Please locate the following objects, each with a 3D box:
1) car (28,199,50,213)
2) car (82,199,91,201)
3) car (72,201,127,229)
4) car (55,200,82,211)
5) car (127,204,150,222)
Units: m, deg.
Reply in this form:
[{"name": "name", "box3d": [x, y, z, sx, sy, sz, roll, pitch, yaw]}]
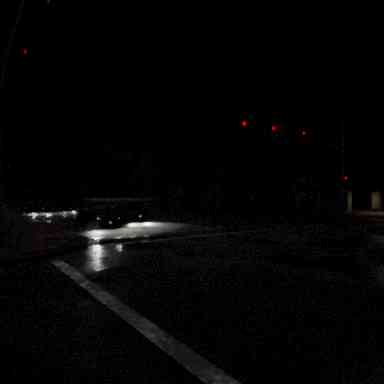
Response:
[{"name": "car", "box3d": [-18.551, 1.691, 40.347, 1.837, 1.490, 4.892, 0, -1, -34]}, {"name": "car", "box3d": [-15.553, 1.761, 48.404, 1.994, 1.385, 4.181, 0, 0, -34]}, {"name": "car", "box3d": [-6.458, 1.617, 22.786, 1.812, 1.442, 4.674, 0, 0, -35]}, {"name": "car", "box3d": [-16.576, 1.734, 43.670, 2.033, 1.411, 5.357, 0, 0, -34]}, {"name": "car", "box3d": [-5.041, 1.661, 26.856, 1.994, 1.385, 4.181, 0, 0, -35]}]
